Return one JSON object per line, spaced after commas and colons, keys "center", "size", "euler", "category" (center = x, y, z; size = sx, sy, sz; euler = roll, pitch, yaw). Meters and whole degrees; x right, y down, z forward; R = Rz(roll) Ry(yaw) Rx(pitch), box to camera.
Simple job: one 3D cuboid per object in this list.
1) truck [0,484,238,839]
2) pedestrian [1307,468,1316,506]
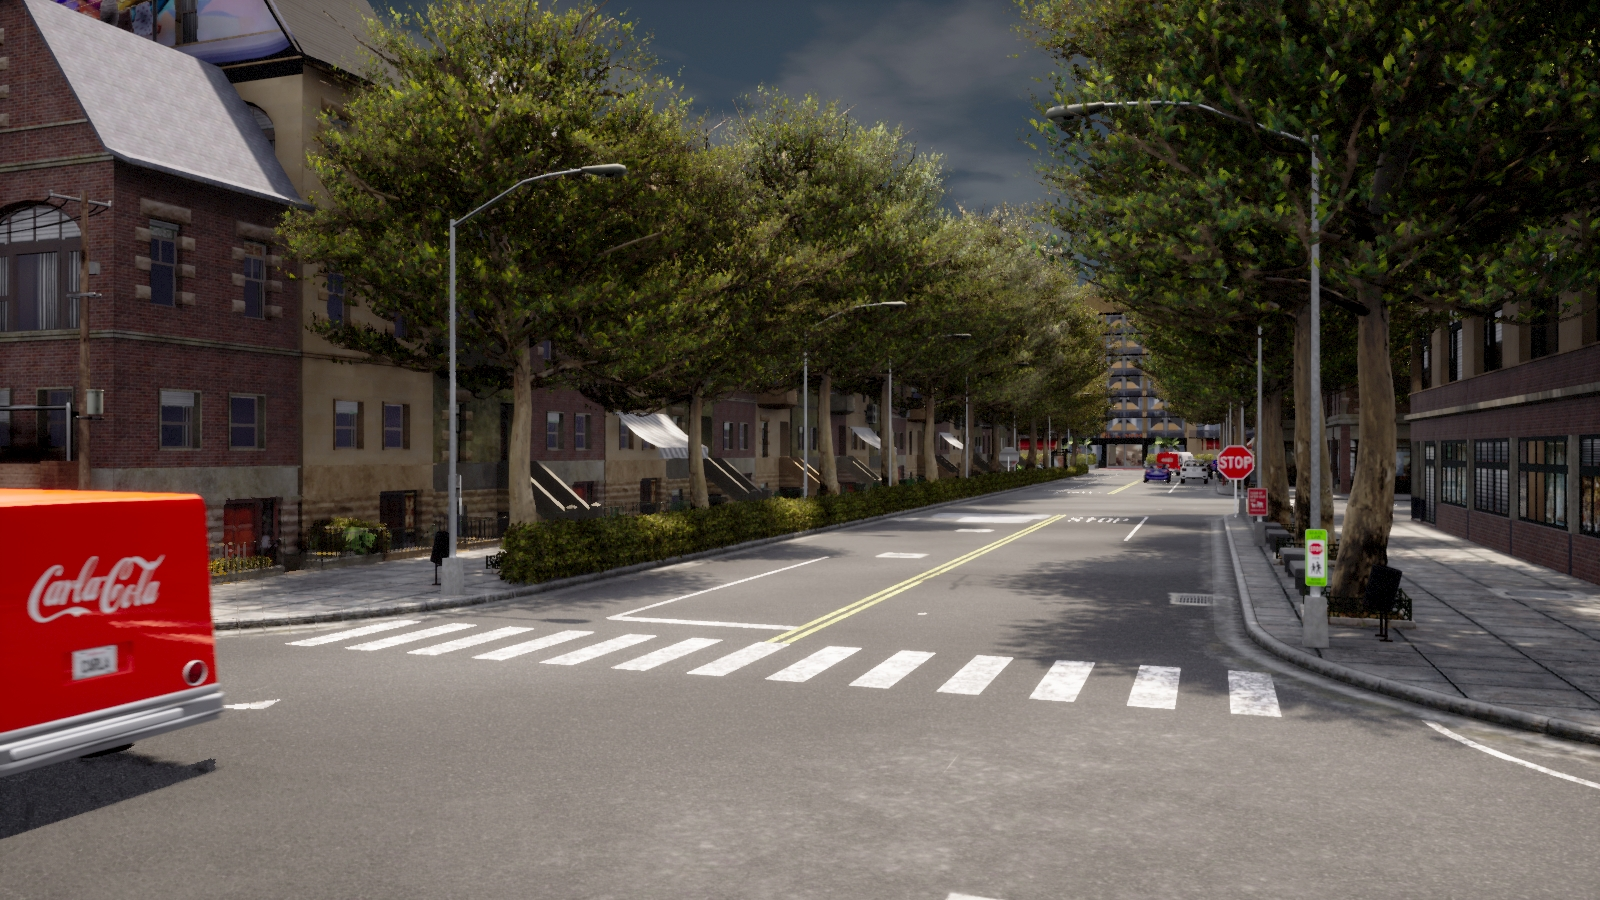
{"center": [-7.936, 1.572, 9.909], "size": [5.204, 2.467, 2.627], "euler": [0, 0, 20], "category": "truck"}
{"center": [25.305, 1.847, 56.528], "size": [0.375, 1.860, 0.375], "euler": [0, 0, 18], "category": "pedestrian"}
